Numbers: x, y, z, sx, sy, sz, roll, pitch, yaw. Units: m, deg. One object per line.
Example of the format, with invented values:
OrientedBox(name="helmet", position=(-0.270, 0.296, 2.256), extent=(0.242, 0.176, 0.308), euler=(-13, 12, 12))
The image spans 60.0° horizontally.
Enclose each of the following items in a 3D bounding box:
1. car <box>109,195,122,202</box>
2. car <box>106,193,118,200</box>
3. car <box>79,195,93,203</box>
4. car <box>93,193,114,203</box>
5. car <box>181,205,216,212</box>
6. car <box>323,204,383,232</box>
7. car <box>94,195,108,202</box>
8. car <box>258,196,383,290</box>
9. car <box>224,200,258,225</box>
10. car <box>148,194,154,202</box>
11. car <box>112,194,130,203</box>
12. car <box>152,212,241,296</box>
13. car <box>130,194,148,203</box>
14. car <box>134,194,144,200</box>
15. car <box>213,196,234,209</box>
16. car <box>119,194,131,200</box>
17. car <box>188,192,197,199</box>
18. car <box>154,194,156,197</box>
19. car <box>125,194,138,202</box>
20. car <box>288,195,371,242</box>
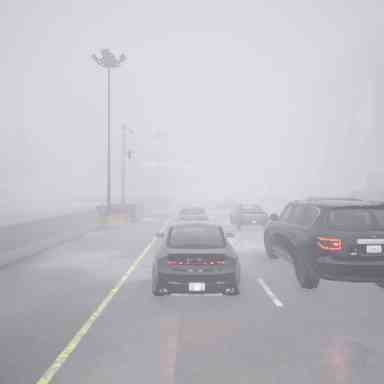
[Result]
OrientedBox(name="car", position=(-17.533, 1.468, 76.521), extent=(1.994, 1.385, 4.181), euler=(0, 0, 0))
OrientedBox(name="car", position=(-20.966, 1.168, 87.061), extent=(2.097, 1.767, 4.553), euler=(0, 1, 0))
OrientedBox(name="car", position=(-21.090, 1.452, 66.904), extent=(1.882, 1.535, 5.008), euler=(0, 0, 0))
OrientedBox(name="car", position=(-17.592, 1.311, 66.660), extent=(2.097, 1.767, 4.553), euler=(0, 0, 0))
OrientedBox(name="car", position=(0.064, 1.548, 19.686), extent=(2.033, 1.411, 5.357), euler=(0, 0, 0))
OrientedBox(name="car", position=(10.565, 1.548, 21.587), extent=(2.033, 1.411, 5.357), euler=(0, 0, 0))
OrientedBox(name="car", position=(-21.032, 1.467, 76.763), extent=(1.994, 1.385, 4.181), euler=(0, 0, 0))
OrientedBox(name="car", position=(3.584, 1.222, 9.263), extent=(2.150, 2.045, 5.566), euler=(0, 0, 0))
OrientedBox(name="car", position=(3.563, 1.493, 21.427), extent=(2.128, 1.511, 4.902), euler=(0, 0, 0))
OrientedBox(name="car", position=(-10.530, 1.389, 77.009), extent=(1.882, 1.535, 5.008), euler=(0, 0, 0))
OrientedBox(name="car", position=(-14.092, 1.523, 66.619), extent=(1.994, 1.385, 4.181), euler=(0, 0, 0))
OrientedBox(name="car", position=(0.084, 1.505, 8.605), extent=(1.837, 1.490, 4.892), euler=(0, 0, 0))
OrientedBox(name="car", position=(-10.592, 1.485, 66.607), extent=(1.812, 1.442, 4.674), euler=(0, 0, 0))
OrientedBox(name="car", position=(-13.965, 1.309, 87.266), extent=(1.837, 1.490, 4.892), euler=(0, 1, 0))
OrientedBox(name="car", position=(4.989, 1.602, 44.104), extent=(1.895, 1.301, 4.718), euler=(0, 0, 35))
OrientedBox(name="car", position=(-17.467, 1.355, 86.879), extent=(2.033, 1.411, 5.357), euler=(0, 1, 0))
OrientedBox(name="car", position=(0.088, 0.917, 95.549), extent=(2.150, 2.045, 5.566), euler=(0, 1, 0))
OrientedBox(name="car", position=(-10.464, 1.285, 87.439), extent=(1.882, 1.535, 5.008), euler=(0, 1, 0))
OrientedBox(name="car", position=(-14.031, 1.268, 76.868), extent=(2.097, 1.767, 4.553), euler=(0, 0, 0))
OrientedBox(name="car", position=(7.063, 1.223, 17.936), extent=(2.150, 2.045, 5.566), euler=(0, 0, 0))
